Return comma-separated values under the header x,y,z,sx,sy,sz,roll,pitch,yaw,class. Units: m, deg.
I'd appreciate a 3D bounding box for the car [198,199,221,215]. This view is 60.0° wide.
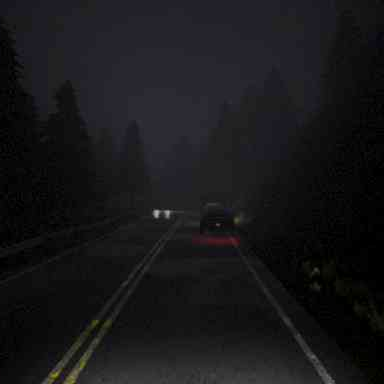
x,y,z,sx,sy,sz,roll,pitch,yaw,class
1.780,1.508,35.345,1.837,1.490,4.892,0,0,-4,car

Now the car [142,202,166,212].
x,y,z,sx,sy,sz,roll,pitch,yaw,class
-6.394,2.541,55.386,1.994,1.385,4.181,4,-7,-39,car

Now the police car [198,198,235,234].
x,y,z,sx,sy,sz,roll,pitch,yaw,class
1.378,1.412,19.133,1.930,1.638,5.238,0,0,2,police car

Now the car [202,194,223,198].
x,y,z,sx,sy,sz,roll,pitch,yaw,class
1.761,1.208,29.088,2.150,2.045,5.566,0,0,2,car

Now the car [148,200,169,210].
x,y,z,sx,sy,sz,roll,pitch,yaw,class
-4.496,1.729,44.296,1.895,1.301,4.718,2,-3,-20,car
